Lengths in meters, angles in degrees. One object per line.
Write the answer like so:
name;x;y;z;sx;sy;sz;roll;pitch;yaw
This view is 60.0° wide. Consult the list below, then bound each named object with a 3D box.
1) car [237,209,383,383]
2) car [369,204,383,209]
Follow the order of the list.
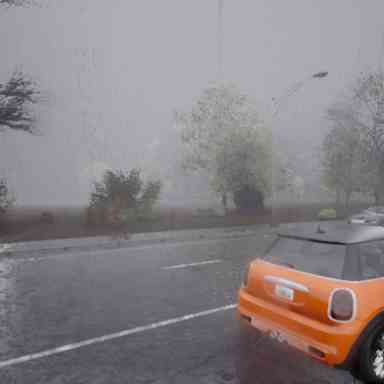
car;3.002;1.334;5.512;4.553;1.767;2.097;0;0;-33
car;10.596;1.429;17.986;4.902;1.511;2.128;0;0;-25
